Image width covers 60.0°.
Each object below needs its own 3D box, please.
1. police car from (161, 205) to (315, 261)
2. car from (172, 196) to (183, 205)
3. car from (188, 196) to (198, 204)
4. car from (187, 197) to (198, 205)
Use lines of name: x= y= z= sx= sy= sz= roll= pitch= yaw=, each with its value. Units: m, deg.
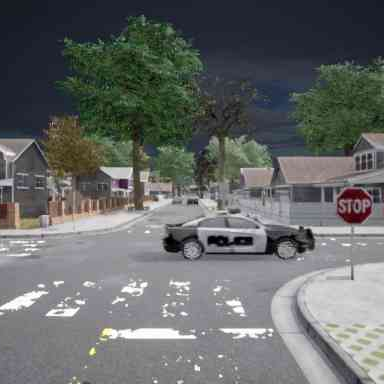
police car: x=1.544 y=1.411 z=11.674 sx=5.238 sy=1.638 sz=1.930 roll=0 pitch=0 yaw=0
car: x=-2.629 y=1.543 z=61.078 sx=1.837 sy=1.490 sz=4.892 roll=0 pitch=0 yaw=0
car: x=0.134 y=1.607 z=67.321 sx=1.994 sy=1.385 sz=4.181 roll=0 pitch=0 yaw=0
car: x=0.113 y=1.512 z=56.902 sx=1.882 sy=1.535 sz=5.008 roll=0 pitch=0 yaw=0
